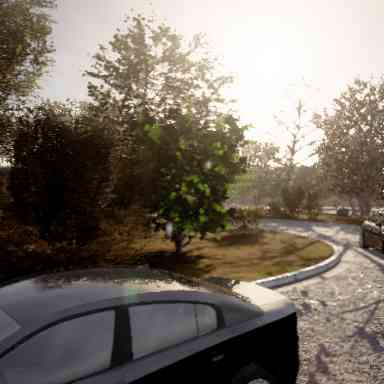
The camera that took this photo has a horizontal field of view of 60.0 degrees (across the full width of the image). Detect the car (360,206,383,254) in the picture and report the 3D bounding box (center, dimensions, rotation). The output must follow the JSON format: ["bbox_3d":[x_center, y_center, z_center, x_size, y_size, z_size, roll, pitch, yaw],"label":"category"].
[{"bbox_3d":[7.879,1.506,12.363,2.097,1.767,4.553,1,-1,13],"label":"car"}]

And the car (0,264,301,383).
[{"bbox_3d":[-1.166,1.485,2.835,5.008,1.535,1.882,1,-1,-36],"label":"car"}]
